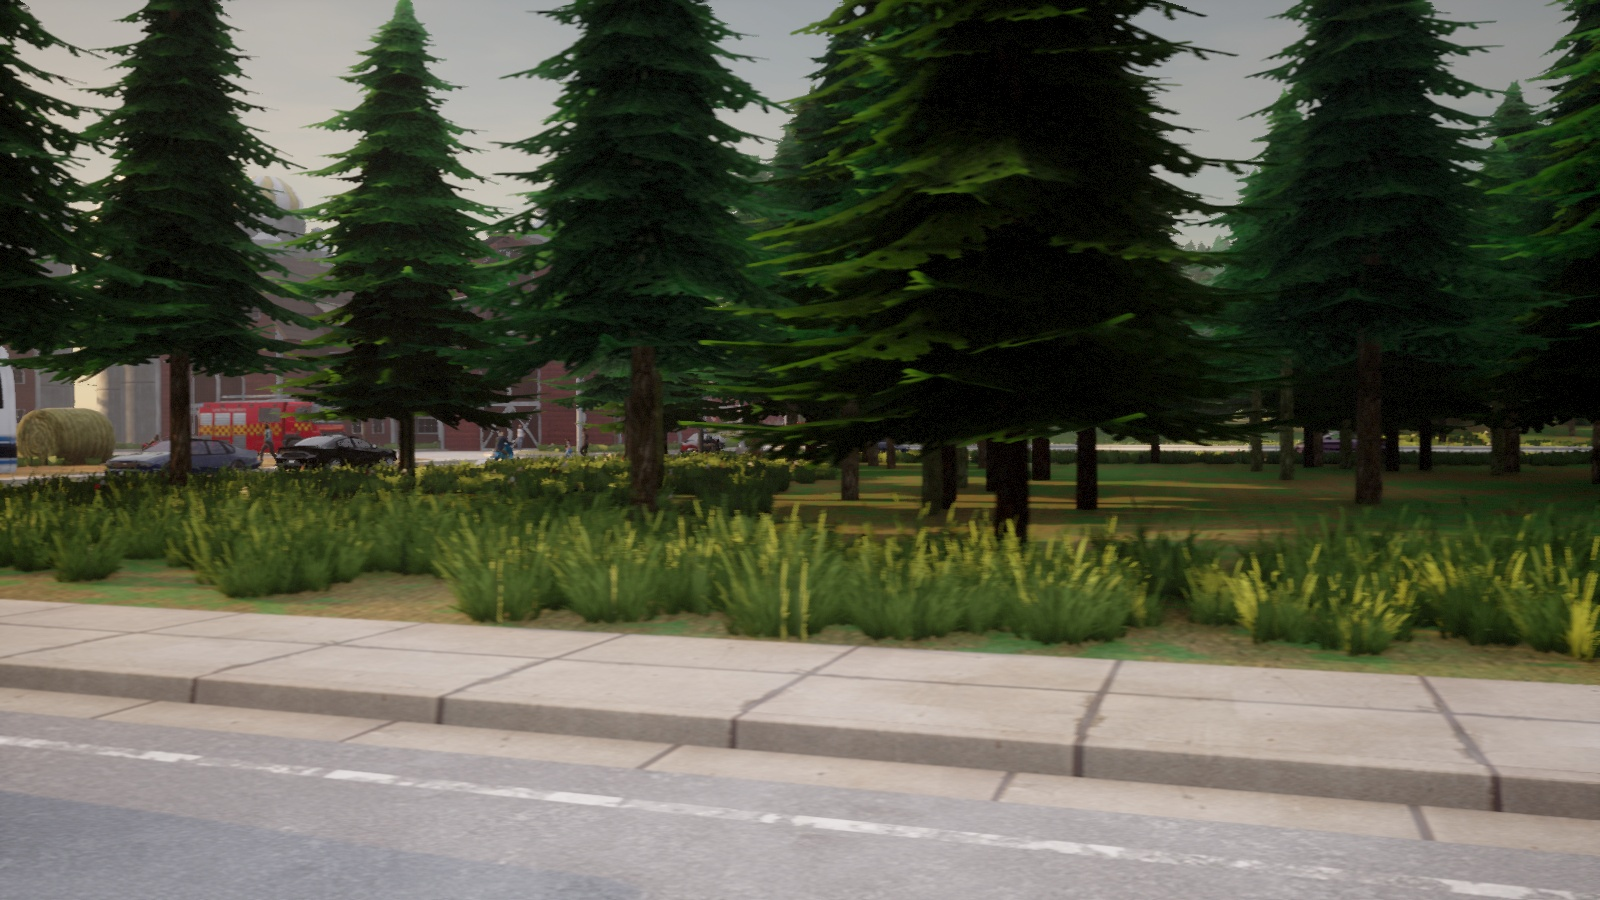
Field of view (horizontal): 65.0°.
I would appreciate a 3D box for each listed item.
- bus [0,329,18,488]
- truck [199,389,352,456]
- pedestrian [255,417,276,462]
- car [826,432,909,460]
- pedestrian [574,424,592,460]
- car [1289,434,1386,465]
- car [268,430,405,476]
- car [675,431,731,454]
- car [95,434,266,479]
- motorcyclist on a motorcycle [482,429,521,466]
[{"bbox_3d":[-24.662,-1.076,29.760,3.944,4.253,10.273,0,1,18],"label":"bus"},{"bbox_3d":[-31.379,-1.639,75.138,8.468,3.827,2.891,0,1,17],"label":"truck"},{"bbox_3d":[-23.041,-0.446,54.133,0.396,1.930,0.692,1,1,38],"label":"pedestrian"},{"bbox_3d":[3.678,-0.234,68.384,4.193,1.474,1.816,1,1,17],"label":"car"},{"bbox_3d":[-10.951,-0.394,63.375,0.869,1.805,0.328,1,1,20],"label":"pedestrian"},{"bbox_3d":[26.294,-0.051,61.571,4.193,1.474,1.816,0,1,18],"label":"car"},{"bbox_3d":[-16.311,0.070,44.542,1.882,1.535,5.008,0,1,18],"label":"car"},{"bbox_3d":[-6.652,-0.543,86.563,2.163,1.488,4.792,0,1,18],"label":"car"},{"bbox_3d":[-20.703,0.161,42.277,2.033,1.411,5.357,0,1,18],"label":"car"},{"bbox_3d":[-13.037,-0.107,54.864,0.866,1.590,1.817,0,1,18],"label":"motorcyclist on a motorcycle"}]
